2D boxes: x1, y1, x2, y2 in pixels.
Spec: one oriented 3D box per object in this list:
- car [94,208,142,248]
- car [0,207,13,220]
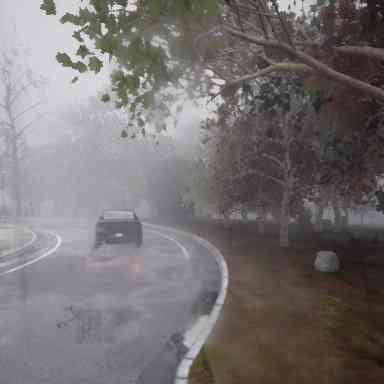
[{"bbox_3d":[-3.352,1.474,14.987,1.882,1.535,5.008,1,0,-14],"label":"car"},{"bbox_3d":[-16.819,1.593,26.263,4.718,1.301,1.895,0,0,10],"label":"car"}]
